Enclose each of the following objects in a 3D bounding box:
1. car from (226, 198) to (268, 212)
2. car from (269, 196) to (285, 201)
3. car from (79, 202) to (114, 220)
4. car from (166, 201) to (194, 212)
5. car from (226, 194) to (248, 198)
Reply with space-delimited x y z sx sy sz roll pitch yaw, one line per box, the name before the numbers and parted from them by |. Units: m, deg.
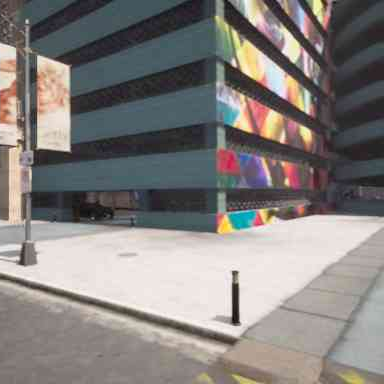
car | 3.197 1.463 26.115 4.674 1.452 2.002 -1 0 35
car | 22.115 1.861 87.390 4.892 1.521 2.231 -1 0 35
car | -9.124 1.690 29.845 4.786 1.482 2.161 -1 0 35
car | -2.047 1.737 39.047 4.718 1.301 1.895 -1 0 35
car | 8.015 1.317 54.592 5.566 2.045 2.435 -1 0 35
